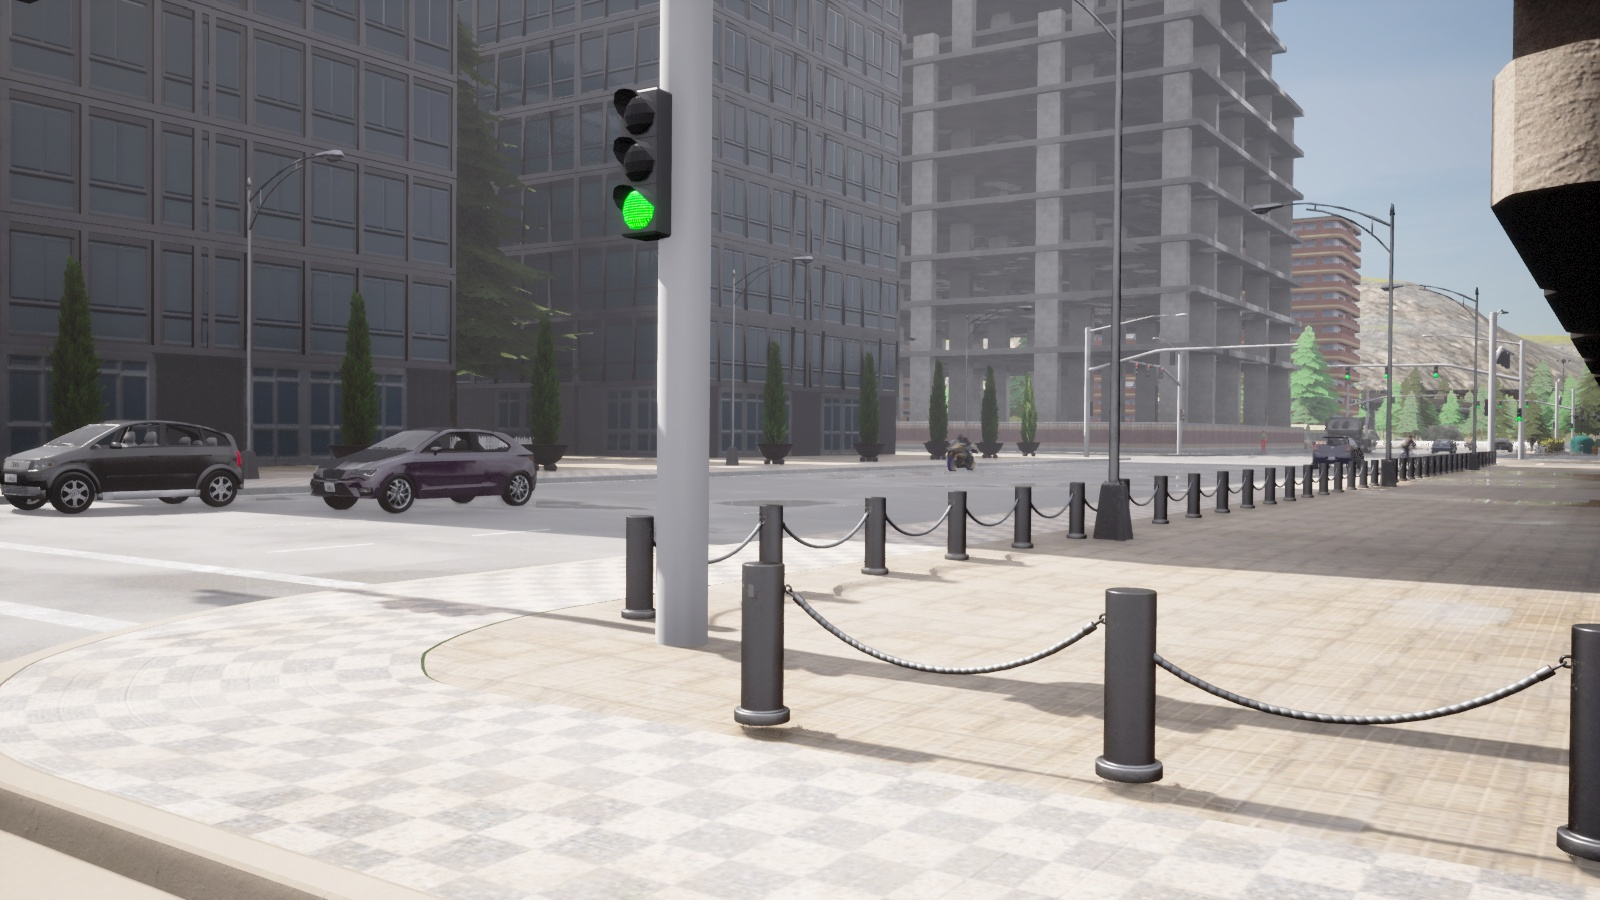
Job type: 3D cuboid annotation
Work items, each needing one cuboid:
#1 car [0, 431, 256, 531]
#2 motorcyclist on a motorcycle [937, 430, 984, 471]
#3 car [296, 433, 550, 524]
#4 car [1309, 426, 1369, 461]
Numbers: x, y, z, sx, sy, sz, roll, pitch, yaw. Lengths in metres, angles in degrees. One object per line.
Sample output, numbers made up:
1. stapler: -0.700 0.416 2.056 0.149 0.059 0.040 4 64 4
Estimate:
1. car: -11.657 0.463 21.730 1.789 1.549 3.705 0 1 34
2. motorcyclist on a motorcycle: 6.175 -0.004 48.259 0.866 1.530 2.191 0 1 34
3. car: -6.723 0.439 22.796 1.816 1.474 4.193 0 1 34
4. car: 24.181 -0.297 56.257 1.845 1.501 3.633 0 1 34
